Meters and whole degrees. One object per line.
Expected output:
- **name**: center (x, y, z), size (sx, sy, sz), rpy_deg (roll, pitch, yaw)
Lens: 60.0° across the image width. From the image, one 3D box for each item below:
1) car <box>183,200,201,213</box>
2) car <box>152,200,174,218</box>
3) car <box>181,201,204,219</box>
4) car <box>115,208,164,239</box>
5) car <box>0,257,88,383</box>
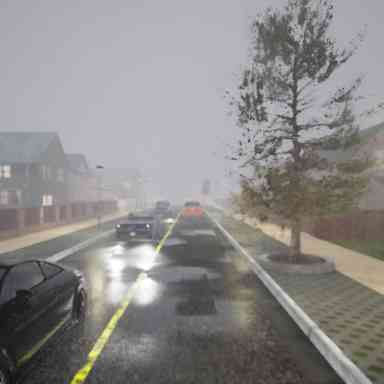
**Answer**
- **car**: center (0.010, 1.879, 43.153), size (2.128, 1.511, 4.902), rpy_deg (0, 0, 0)
- **car**: center (-2.919, 1.648, 33.754), size (2.097, 1.767, 4.553), rpy_deg (0, 0, 0)
- **car**: center (0.032, 1.631, 32.200), size (2.097, 1.767, 4.553), rpy_deg (0, -1, 0)
- **car**: center (-2.869, 1.758, 18.375), size (1.895, 1.301, 4.718), rpy_deg (0, -1, 0)
- **car**: center (-2.852, 1.602, 4.310), size (1.994, 1.385, 4.181), rpy_deg (0, -1, 0)
